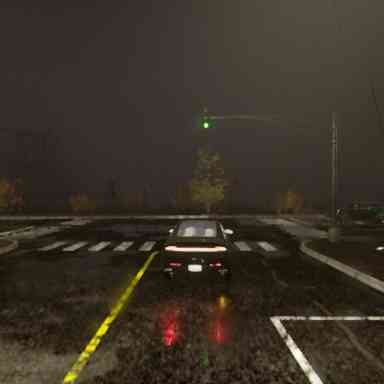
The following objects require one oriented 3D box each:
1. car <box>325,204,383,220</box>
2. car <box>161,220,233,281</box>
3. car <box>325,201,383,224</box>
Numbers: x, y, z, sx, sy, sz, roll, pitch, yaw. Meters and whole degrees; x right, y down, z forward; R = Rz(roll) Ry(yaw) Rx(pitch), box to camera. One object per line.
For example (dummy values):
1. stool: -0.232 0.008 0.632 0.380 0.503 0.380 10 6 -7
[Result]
1. car: 14.723 1.802 29.985 4.718 1.301 1.895 0 0 -2
2. car: 0.249 1.618 10.294 2.128 1.511 4.902 0 -1 4
3. car: 13.121 1.565 26.705 4.553 1.767 2.097 0 0 -1
